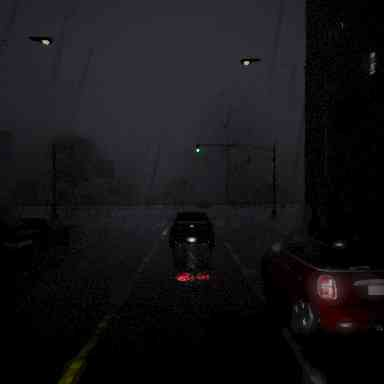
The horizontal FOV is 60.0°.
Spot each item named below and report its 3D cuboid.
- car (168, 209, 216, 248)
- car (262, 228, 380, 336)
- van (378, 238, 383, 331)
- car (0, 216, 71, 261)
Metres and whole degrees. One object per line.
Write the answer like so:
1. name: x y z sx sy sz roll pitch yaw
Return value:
1. car: 0.000 1.510 14.652 1.837 1.490 4.892 0 0 0
2. car: 2.674 1.437 6.722 1.967 1.590 4.097 -1 0 0
3. van: 2.672 1.340 1.199 1.690 1.788 3.998 -1 0 0
4. car: -5.800 1.576 12.192 1.802 1.307 4.206 -1 0 0
